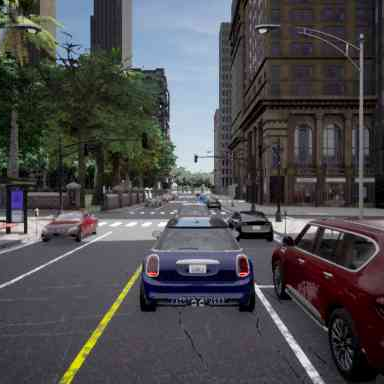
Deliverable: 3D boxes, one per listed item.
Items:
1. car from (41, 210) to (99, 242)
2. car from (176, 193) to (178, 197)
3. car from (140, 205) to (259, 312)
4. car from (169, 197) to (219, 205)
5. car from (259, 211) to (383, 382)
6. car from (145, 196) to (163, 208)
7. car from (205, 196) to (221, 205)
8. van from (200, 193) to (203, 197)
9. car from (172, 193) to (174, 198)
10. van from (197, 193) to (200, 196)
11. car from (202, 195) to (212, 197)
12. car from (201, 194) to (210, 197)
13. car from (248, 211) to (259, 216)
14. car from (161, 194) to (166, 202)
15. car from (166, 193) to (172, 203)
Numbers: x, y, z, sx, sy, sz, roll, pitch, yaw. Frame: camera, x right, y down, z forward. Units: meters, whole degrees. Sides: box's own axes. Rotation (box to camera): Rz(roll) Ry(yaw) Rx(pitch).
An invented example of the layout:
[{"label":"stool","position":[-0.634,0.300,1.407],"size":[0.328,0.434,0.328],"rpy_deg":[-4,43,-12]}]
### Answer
[{"label":"car","position":[-5.778,1.578,16.244],"size":[1.802,1.307,4.206],"rpy_deg":[0,0,0]},{"label":"car","position":[-5.833,1.239,91.466],"size":[2.192,1.841,5.009],"rpy_deg":[0,0,0]},{"label":"car","position":[0.097,1.351,7.880],"size":[2.097,1.767,4.553],"rpy_deg":[0,0,0]},{"label":"car","position":[0.088,1.348,17.414],"size":[2.097,1.767,4.553],"rpy_deg":[0,0,0]},{"label":"car","position":[2.754,1.314,5.382],"size":[2.192,1.841,5.009],"rpy_deg":[0,0,0]},{"label":"car","position":[-5.801,1.528,48.104],"size":[2.008,1.369,4.403],"rpy_deg":[0,0,0]},{"label":"car","position":[2.728,1.547,42.670],"size":[1.947,1.339,4.313],"rpy_deg":[0,0,0]},{"label":"van","position":[2.715,1.309,58.931],"size":[1.690,1.788,3.998],"rpy_deg":[0,0,0]},{"label":"car","position":[-5.822,1.263,75.205],"size":[2.192,1.841,5.009],"rpy_deg":[0,0,0]},{"label":"van","position":[2.700,1.282,80.612],"size":[1.690,1.788,3.998],"rpy_deg":[0,0,0]},{"label":"car","position":[2.724,1.544,48.090],"size":[1.947,1.339,4.313],"rpy_deg":[0,0,0]},{"label":"car","position":[2.720,1.499,53.680],"size":[1.752,1.417,4.829],"rpy_deg":[0,0,0]},{"label":"car","position":[2.747,1.562,16.233],"size":[1.947,1.339,4.313],"rpy_deg":[0,0,0]},{"label":"car","position":[-5.806,1.413,53.524],"size":[1.967,1.590,4.097],"rpy_deg":[0,0,0]},{"label":"car","position":[-5.817,1.396,69.785],"size":[1.967,1.590,4.097],"rpy_deg":[0,0,0]}]
